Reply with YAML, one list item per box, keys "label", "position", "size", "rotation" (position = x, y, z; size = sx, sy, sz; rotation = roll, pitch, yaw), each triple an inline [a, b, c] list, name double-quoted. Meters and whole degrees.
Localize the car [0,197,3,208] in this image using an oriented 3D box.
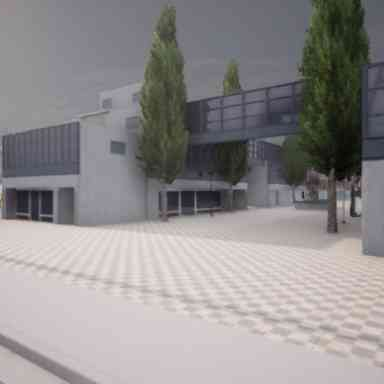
- label: "car"
  position: [-25.365, 1.384, 45.029]
  size: [1.882, 1.535, 5.008]
  rotation: [1, 0, -40]
